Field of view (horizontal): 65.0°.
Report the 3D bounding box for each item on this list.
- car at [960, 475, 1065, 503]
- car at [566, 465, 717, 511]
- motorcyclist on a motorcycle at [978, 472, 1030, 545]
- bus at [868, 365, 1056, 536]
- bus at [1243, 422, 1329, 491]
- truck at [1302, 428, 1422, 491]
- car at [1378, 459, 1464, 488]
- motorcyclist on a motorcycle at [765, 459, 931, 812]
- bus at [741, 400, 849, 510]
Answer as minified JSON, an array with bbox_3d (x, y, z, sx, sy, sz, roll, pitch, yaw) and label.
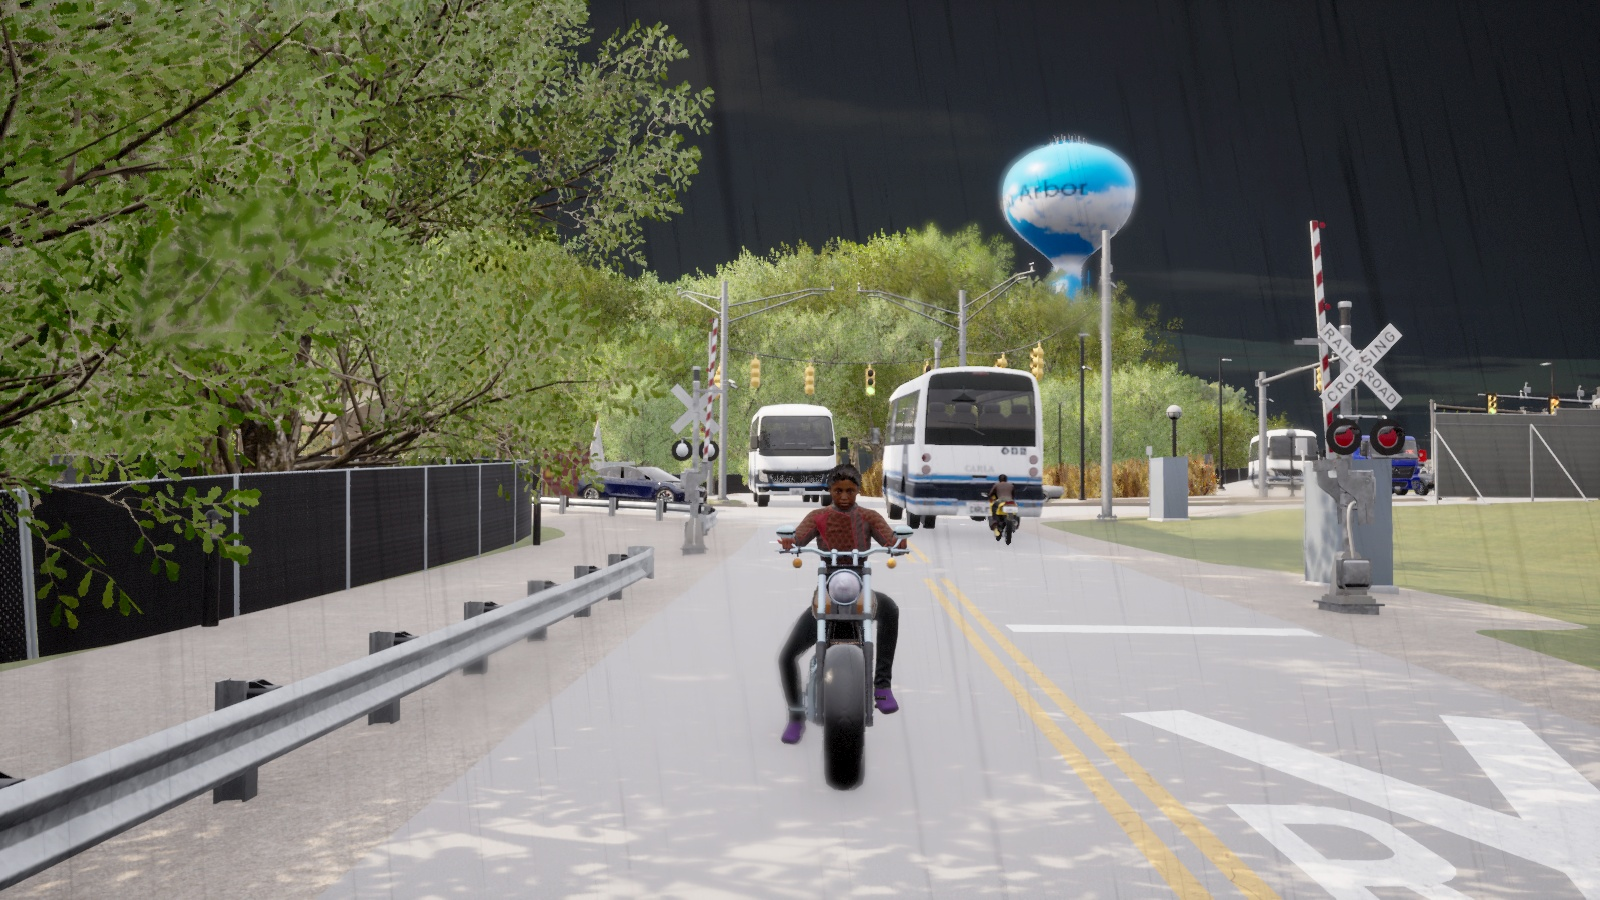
[{"bbox_3d":[10.218,1.853,60.572,4.718,1.301,1.895,0,-1,-3],"label":"car"},{"bbox_3d":[-5.461,1.299,43.211,4.792,1.488,2.163,0,-1,28],"label":"car"},{"bbox_3d":[4.406,1.245,27.260,0.797,1.523,2.044,0,-1,1],"label":"motorcyclist on a motorcycle"},{"bbox_3d":[4.336,0.016,36.599,3.944,4.253,10.273,1,0,-1],"label":"bus"},{"bbox_3d":[33.070,0.568,85.929,3.944,4.253,10.273,0,-3,12],"label":"bus"},{"bbox_3d":[32.458,0.593,72.942,2.891,3.462,7.936,0,-1,-5],"label":"truck"},{"bbox_3d":[36.108,1.366,73.140,2.152,1.651,5.027,0,-1,-5],"label":"car"},{"bbox_3d":[0.256,0.884,7.056,0.766,1.649,2.350,0,-1,2],"label":"motorcyclist on a motorcycle"},{"bbox_3d":[-0.416,0.233,54.423,3.944,4.253,10.273,0,0,-4],"label":"bus"}]
